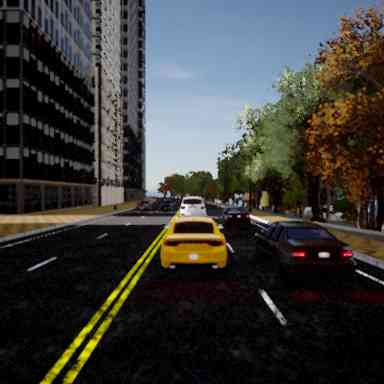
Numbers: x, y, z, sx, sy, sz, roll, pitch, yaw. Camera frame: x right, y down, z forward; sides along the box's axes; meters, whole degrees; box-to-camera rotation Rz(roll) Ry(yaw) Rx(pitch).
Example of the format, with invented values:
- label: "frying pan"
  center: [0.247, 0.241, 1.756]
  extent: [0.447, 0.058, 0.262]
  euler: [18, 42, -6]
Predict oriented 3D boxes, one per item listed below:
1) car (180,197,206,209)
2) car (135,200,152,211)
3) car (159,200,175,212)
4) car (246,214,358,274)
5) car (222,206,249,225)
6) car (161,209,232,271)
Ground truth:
- label: "car"
  center: [0.075, 1.467, 29.629]
  extent: [2.150, 2.045, 5.566]
  euler: [0, -1, 0]
- label: "car"
  center: [-6.656, 1.901, 46.342]
  extent: [1.812, 1.442, 4.674]
  euler: [0, 0, 0]
- label: "car"
  center: [-3.403, 1.876, 45.614]
  extent: [1.837, 1.490, 4.892]
  euler: [0, -1, 0]
- label: "car"
  center: [3.313, 1.641, 10.816]
  extent: [2.033, 1.411, 5.357]
  euler: [0, 0, 0]
- label: "car"
  center: [3.305, 1.764, 25.808]
  extent: [2.033, 1.411, 5.357]
  euler: [0, 0, 0]
- label: "car"
  center: [0.063, 1.575, 11.293]
  extent: [1.882, 1.535, 5.008]
  euler: [0, 0, 0]
